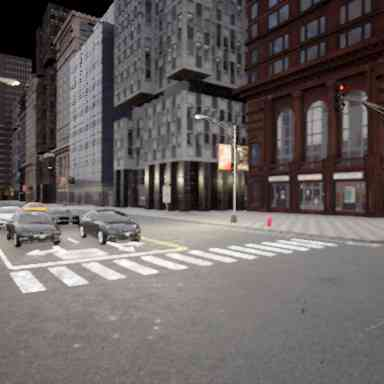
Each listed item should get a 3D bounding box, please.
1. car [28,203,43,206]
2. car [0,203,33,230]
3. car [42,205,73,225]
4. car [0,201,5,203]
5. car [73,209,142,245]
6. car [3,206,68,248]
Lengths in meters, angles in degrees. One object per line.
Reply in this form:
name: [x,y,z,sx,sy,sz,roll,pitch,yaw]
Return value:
car: [-15.893,1.846,33.678,1.882,1.535,5.008,0,-1,-34]
car: [-12.768,1.765,23.399,1.812,1.442,4.674,0,-1,-35]
car: [-9.466,1.845,24.332,1.895,1.301,4.718,0,-1,-35]
car: [-18.949,1.713,32.386,2.097,1.767,4.553,0,-1,-34]
car: [-4.211,1.666,16.705,1.837,1.490,4.892,0,-1,-34]
car: [-7.675,1.662,16.004,1.837,1.490,4.892,0,-1,-35]
